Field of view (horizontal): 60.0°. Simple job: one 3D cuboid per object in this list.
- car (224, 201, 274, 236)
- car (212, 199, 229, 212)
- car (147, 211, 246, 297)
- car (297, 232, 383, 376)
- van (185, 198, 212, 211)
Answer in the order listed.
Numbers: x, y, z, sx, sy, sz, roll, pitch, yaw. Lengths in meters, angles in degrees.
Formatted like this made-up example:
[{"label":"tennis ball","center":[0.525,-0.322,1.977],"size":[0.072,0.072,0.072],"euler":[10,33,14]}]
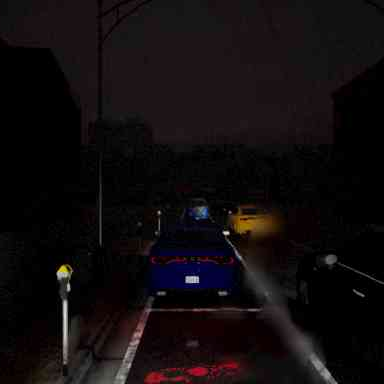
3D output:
[{"label":"car","center":[3.121,1.478,18.304],"size":[1.882,1.535,5.008],"euler":[0,0,0]},{"label":"car","center":[3.024,1.487,33.512],"size":[1.882,1.535,5.008],"euler":[0,0,0]},{"label":"car","center":[0.006,1.477,8.651],"size":[1.882,1.535,5.008],"euler":[0,0,0]},{"label":"car","center":[3.121,1.352,4.779],"size":[2.097,1.767,4.553],"euler":[0,0,0]},{"label":"van","center":[0.374,1.345,25.499],"size":[1.690,1.788,3.998],"euler":[-1,0,0]}]
